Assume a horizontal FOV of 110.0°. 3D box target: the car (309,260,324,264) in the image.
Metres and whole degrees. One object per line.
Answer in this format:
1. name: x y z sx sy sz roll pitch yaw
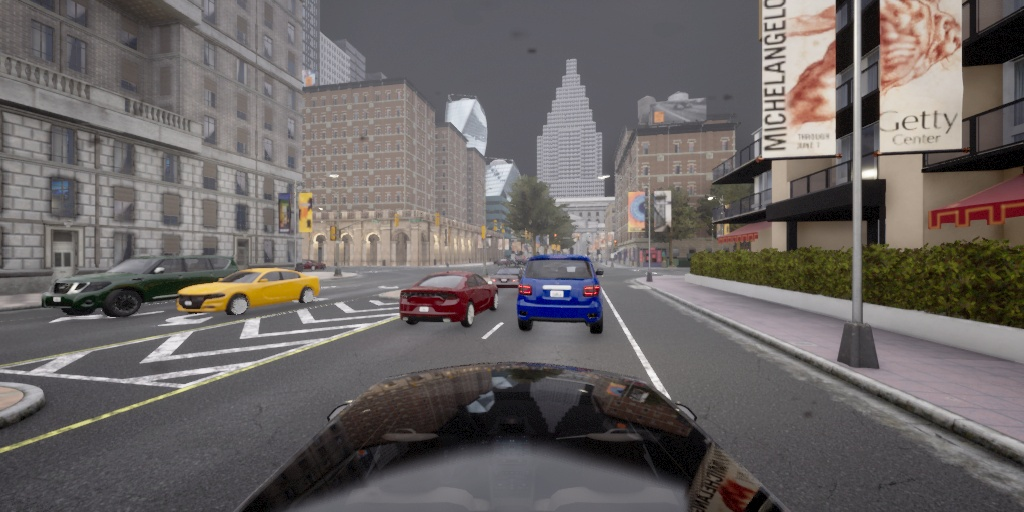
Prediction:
1. car: -28.636 1.227 50.358 5.008 1.535 1.882 0 0 11

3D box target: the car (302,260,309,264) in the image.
1. car: -29.764 1.255 47.007 4.892 1.490 1.837 0 0 11

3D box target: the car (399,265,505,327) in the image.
1. car: -1.794 1.228 11.709 1.882 1.535 5.008 0 0 11

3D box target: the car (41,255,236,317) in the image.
1. car: -13.314 0.972 13.620 2.150 2.045 5.566 0 0 11

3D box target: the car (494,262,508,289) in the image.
1. car: 0.060 1.297 21.123 2.033 1.411 5.357 0 0 11

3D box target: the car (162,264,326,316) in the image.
1. car: -9.721 1.228 13.748 1.882 1.535 5.008 0 0 11

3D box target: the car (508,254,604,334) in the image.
1. car: 1.580 0.971 10.937 2.150 2.045 5.566 0 0 12
